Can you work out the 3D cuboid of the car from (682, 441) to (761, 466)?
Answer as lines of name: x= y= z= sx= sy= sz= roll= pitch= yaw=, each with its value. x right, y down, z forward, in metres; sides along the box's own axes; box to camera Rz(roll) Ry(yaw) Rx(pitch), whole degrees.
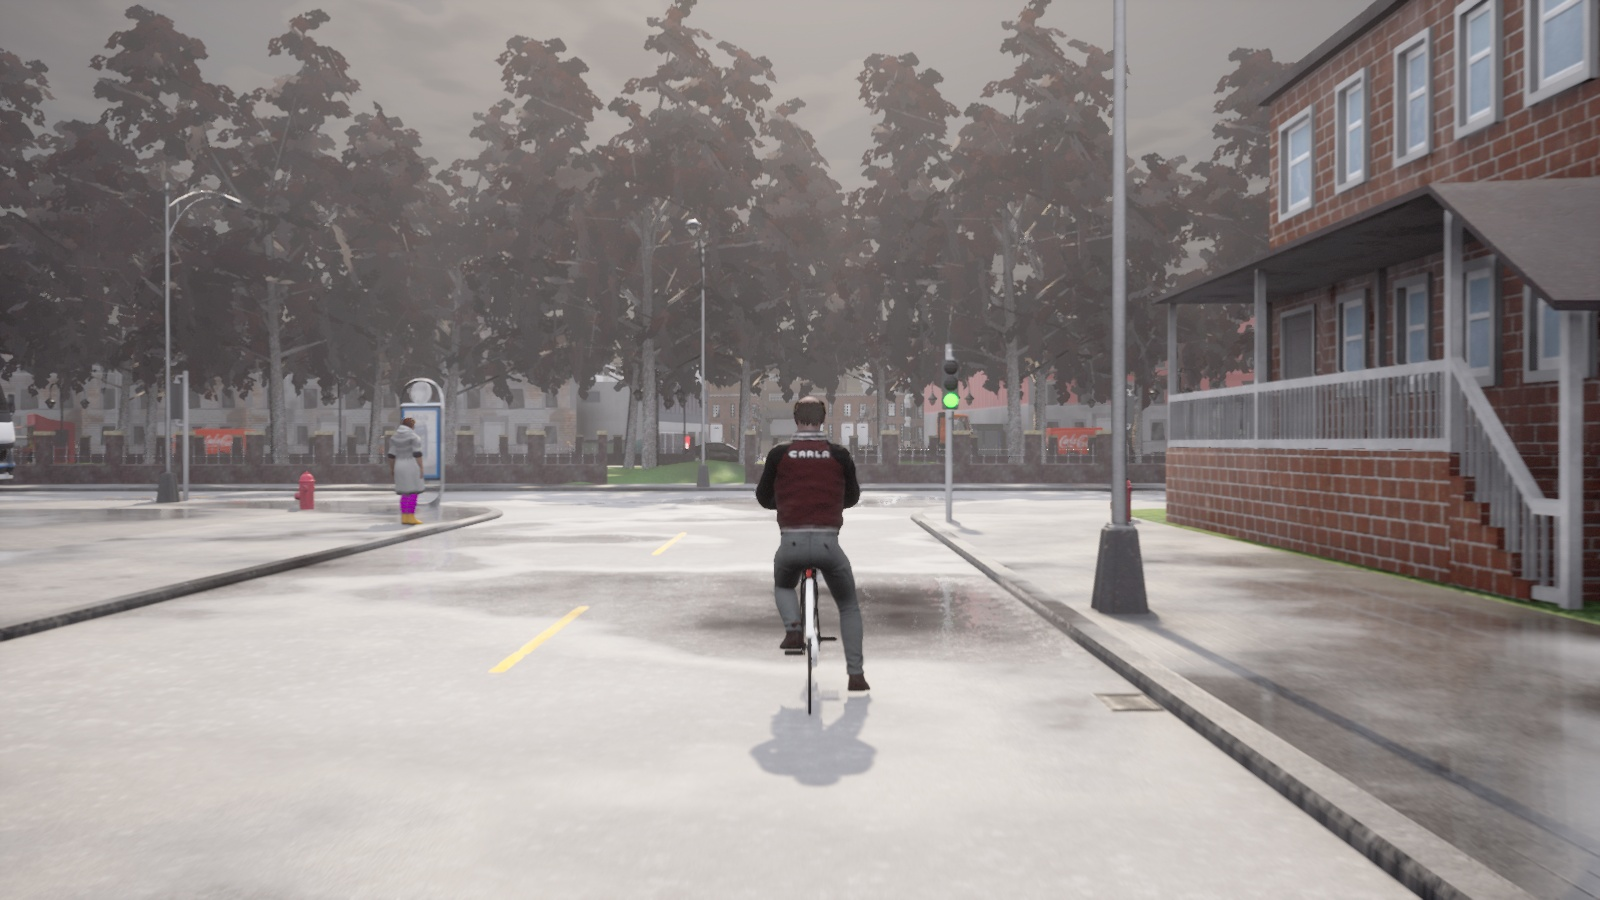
car: x=-5.109 y=0.218 z=81.719 sx=5.008 sy=1.535 sz=1.882 roll=0 pitch=0 yaw=0

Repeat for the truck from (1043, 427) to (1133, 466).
truck: x=18.667 y=-0.224 z=81.603 sx=5.204 sy=2.467 sz=2.627 roll=0 pitch=0 yaw=0

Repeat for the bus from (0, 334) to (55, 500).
bus: x=-25.571 y=-0.850 z=32.520 sx=10.273 sy=4.253 sz=3.944 roll=0 pitch=0 yaw=1

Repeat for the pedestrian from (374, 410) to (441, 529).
pedestrian: x=-6.626 y=0.320 z=21.230 sx=0.659 sy=1.952 sz=0.873 roll=0 pitch=0 yaw=28

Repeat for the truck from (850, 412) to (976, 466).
truck: x=7.257 y=-0.731 z=81.654 sx=7.936 sy=3.462 sz=2.891 roll=0 pitch=0 yaw=0

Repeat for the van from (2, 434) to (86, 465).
van: x=-49.258 y=-0.044 z=81.881 sx=4.442 sy=1.987 sz=1.775 roll=0 pitch=0 yaw=0

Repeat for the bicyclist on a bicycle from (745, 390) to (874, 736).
bicyclist on a bicycle: x=0.055 y=0.572 z=7.368 sx=0.659 sy=1.776 sz=1.843 roll=0 pitch=1 yaw=0

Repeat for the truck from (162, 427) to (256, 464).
truck: x=-40.345 y=-0.300 z=85.845 sx=5.204 sy=2.467 sz=2.627 roll=0 pitch=0 yaw=0
